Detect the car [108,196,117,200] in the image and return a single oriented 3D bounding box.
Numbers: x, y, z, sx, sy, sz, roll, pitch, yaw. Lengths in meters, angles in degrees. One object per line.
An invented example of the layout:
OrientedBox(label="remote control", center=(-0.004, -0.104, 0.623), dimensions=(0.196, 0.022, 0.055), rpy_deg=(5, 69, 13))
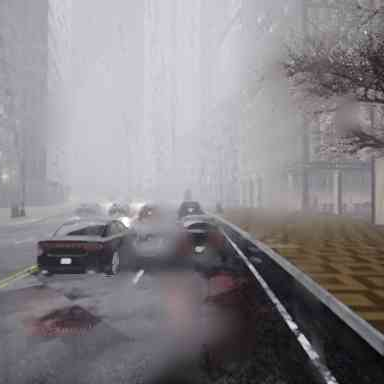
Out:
OrientedBox(label="car", center=(-17.864, 1.474, 74.841), dimensions=(1.882, 1.535, 5.008), rpy_deg=(0, 0, -15))

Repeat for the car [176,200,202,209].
OrientedBox(label="car", center=(-0.229, 1.483, 28.118), dimensions=(2.097, 1.767, 4.553), rpy_deg=(0, 0, -3))

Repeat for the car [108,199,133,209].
OrientedBox(label="car", center=(-7.351, 1.735, 34.017), dimensions=(1.895, 1.301, 4.718), rpy_deg=(0, 0, -5))

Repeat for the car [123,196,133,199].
OrientedBox(label="car", center=(-14.258, 1.712, 73.965), dimensions=(1.837, 1.490, 4.892), rpy_deg=(0, 0, -15))

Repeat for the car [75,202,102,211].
OrientedBox(label="car", center=(-10.646, 1.724, 34.338), dimensions=(1.895, 1.301, 4.718), rpy_deg=(0, 0, -5))

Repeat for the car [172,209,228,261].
OrientedBox(label="car", center=(0.251, 1.583, 12.410), dimensions=(1.812, 1.442, 4.674), rpy_deg=(0, 0, 0))

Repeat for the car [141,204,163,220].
OrientedBox(label="car", center=(-3.544, 1.690, 29.071), dimensions=(1.994, 1.385, 4.181), rpy_deg=(0, 0, -4))

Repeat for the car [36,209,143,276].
OrientedBox(label="car", center=(-3.004, 1.520, 10.494), dimensions=(1.882, 1.535, 5.008), rpy_deg=(0, 0, 1))
